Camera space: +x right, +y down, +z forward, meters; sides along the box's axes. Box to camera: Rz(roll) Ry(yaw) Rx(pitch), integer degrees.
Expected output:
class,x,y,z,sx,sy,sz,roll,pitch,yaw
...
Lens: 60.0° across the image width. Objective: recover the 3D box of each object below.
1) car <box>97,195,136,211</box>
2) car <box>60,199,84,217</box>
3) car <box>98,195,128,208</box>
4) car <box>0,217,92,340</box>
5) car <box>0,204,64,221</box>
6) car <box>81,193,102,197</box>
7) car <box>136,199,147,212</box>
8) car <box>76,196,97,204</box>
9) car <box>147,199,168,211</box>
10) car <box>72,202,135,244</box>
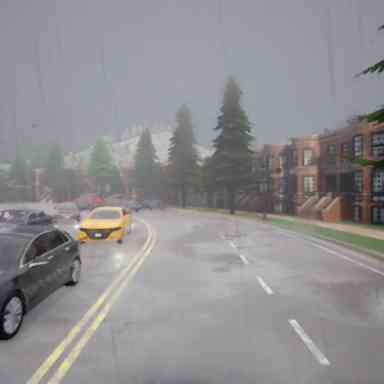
class,x,y,z,sx,sy,sz,roll,pitch,yaw
car,-5.969,1.338,25.800,2.097,1.767,4.553,0,0,-19
car,-9.564,1.513,25.651,1.812,1.442,4.674,0,0,-20
car,-11.613,1.325,48.531,4.553,1.767,2.097,0,0,43
car,-3.657,1.502,6.573,1.837,1.490,4.892,0,0,-1
car,-7.374,1.485,13.999,2.128,1.511,4.902,0,0,-4
car,-14.381,1.199,46.346,5.566,2.045,2.150,0,0,43
car,-7.581,1.526,38.033,2.033,1.411,5.357,0,0,-34
car,-12.698,1.556,39.247,1.994,1.385,4.181,0,0,-38
car,-4.908,1.524,40.352,2.033,1.411,5.357,0,0,-34
car,-4.012,1.469,15.960,1.882,1.535,5.008,0,0,-5
